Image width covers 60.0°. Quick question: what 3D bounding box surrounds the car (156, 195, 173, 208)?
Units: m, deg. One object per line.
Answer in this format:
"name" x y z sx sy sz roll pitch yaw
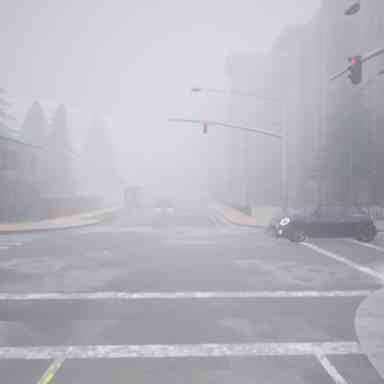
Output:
"car" -3.632 1.220 44.619 2.097 1.767 4.553 0 0 0

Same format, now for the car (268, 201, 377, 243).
"car" 5.873 1.289 15.339 4.553 1.767 2.097 0 0 -3
